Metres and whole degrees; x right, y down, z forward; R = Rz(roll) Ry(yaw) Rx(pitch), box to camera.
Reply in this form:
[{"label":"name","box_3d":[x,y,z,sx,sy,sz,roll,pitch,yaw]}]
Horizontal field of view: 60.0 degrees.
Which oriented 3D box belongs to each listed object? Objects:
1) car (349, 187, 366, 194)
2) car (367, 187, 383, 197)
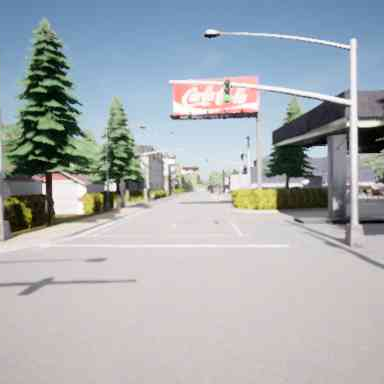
[{"label":"car","box_3d":[40.952,-0.367,83.176,1.905,1.878,3.866,-1,1,1]},{"label":"car","box_3d":[36.962,0.131,65.193,2.007,1.523,4.514,-1,1,1]}]
